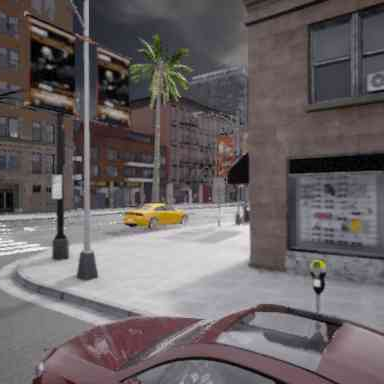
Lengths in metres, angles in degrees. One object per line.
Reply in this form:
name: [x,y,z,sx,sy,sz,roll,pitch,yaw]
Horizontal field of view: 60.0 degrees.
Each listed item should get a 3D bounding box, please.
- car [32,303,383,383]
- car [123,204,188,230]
car: [0.466,1.585,2.518,4.206,1.307,1.802,0,0,36]
car: [-2.216,1.504,21.602,1.882,1.535,5.008,-1,0,36]
